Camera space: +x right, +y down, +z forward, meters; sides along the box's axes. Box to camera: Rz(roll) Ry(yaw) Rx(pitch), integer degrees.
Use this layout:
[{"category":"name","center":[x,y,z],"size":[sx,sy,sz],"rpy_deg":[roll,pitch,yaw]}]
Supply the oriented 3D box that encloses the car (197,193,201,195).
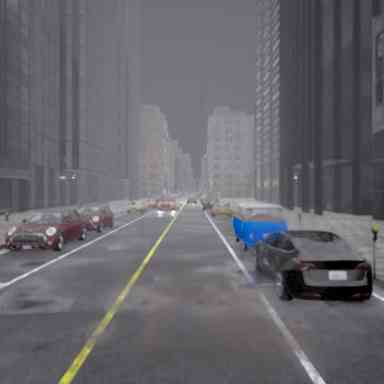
[{"category":"car","center":[2.662,1.504,75.830],"size":[1.967,1.590,4.097],"rpy_deg":[0,0,0]}]

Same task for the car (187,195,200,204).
[{"category":"car","center":[0.020,1.665,63.064],"size":[1.895,1.301,4.718],"rpy_deg":[0,0,1]}]

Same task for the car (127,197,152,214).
[{"category":"car","center":[-5.869,1.557,36.169],"size":[1.752,1.417,4.829],"rpy_deg":[0,0,1]}]

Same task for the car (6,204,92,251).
[{"category":"car","center":[-5.860,1.441,13.815],"size":[1.967,1.590,4.097],"rpy_deg":[0,0,0]}]

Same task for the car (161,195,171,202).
[{"category":"car","center":[-5.864,1.504,75.855],"size":[1.967,1.590,4.097],"rpy_deg":[0,0,0]}]

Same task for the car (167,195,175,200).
[{"category":"car","center":[-5.865,1.625,92.774],"size":[1.947,1.339,4.313],"rpy_deg":[0,0,0]}]

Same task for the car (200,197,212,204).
[{"category":"car","center":[2.662,1.615,64.552],"size":[2.008,1.369,4.403],"rpy_deg":[0,0,0]}]

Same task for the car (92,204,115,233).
[{"category":"car","center":[-5.860,1.445,19.453],"size":[1.967,1.590,4.097],"rpy_deg":[0,0,0]}]

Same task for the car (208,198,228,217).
[{"category":"car","center":[2.664,1.548,30.924],"size":[1.752,1.417,4.829],"rpy_deg":[0,0,1]}]

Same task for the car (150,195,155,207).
[{"category":"car","center":[-5.864,1.576,47.482],"size":[1.752,1.417,4.829],"rpy_deg":[0,0,0]}]

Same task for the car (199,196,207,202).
[{"category":"car","center":[2.661,1.644,81.470],"size":[1.802,1.307,4.206],"rpy_deg":[0,0,0]}]

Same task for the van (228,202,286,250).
[{"category":"van","center":[2.665,1.341,13.800],"size":[1.690,1.788,3.998],"rpy_deg":[0,0,0]}]

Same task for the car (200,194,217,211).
[{"category":"car","center":[2.384,1.394,41.429],"size":[2.097,1.767,4.553],"rpy_deg":[0,0,0]}]

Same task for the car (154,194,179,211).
[{"category":"car","center":[-3.094,1.394,41.467],"size":[2.097,1.767,4.553],"rpy_deg":[0,0,0]}]

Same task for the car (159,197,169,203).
[{"category":"car","center":[-5.864,1.647,70.214],"size":[1.802,1.307,4.206],"rpy_deg":[0,0,0]}]

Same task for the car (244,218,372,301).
[{"category":"car","center":[2.666,1.564,8.161],"size":[1.947,1.339,4.313],"rpy_deg":[0,0,0]}]

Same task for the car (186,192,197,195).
[{"category":"car","center":[-0.006,1.451,81.867],"size":[2.033,1.411,5.357],"rpy_deg":[0,0,0]}]

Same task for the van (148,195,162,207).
[{"category":"van","center":[-5.864,1.400,53.295],"size":[1.690,1.788,3.998],"rpy_deg":[0,0,0]}]
